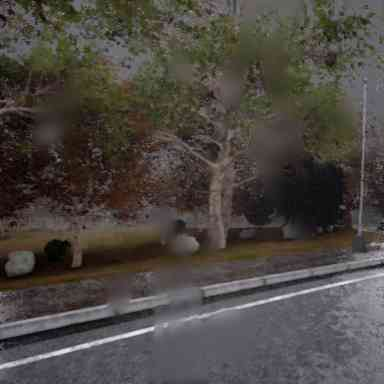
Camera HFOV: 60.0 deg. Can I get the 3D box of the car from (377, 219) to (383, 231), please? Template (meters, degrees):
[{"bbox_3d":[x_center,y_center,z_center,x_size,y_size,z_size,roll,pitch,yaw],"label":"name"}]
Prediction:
[{"bbox_3d":[23.529,3.975,39.735,2.033,1.411,5.357,1,-3,38],"label":"car"}]
